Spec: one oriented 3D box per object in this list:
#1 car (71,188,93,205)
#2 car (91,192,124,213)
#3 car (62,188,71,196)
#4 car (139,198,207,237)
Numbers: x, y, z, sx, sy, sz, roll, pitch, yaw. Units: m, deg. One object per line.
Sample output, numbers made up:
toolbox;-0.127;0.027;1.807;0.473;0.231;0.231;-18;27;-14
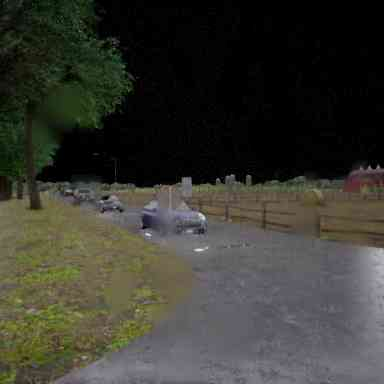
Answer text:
car;-13.847;0.553;42.905;2.150;2.045;5.566;-1;1;-25
car;-7.476;1.037;29.738;1.837;1.490;4.892;-1;1;-26
car;-32.136;0.244;86.849;1.882;1.535;5.008;-1;1;-26
car;-1.076;1.113;16.600;2.097;1.767;4.553;-1;1;-26
